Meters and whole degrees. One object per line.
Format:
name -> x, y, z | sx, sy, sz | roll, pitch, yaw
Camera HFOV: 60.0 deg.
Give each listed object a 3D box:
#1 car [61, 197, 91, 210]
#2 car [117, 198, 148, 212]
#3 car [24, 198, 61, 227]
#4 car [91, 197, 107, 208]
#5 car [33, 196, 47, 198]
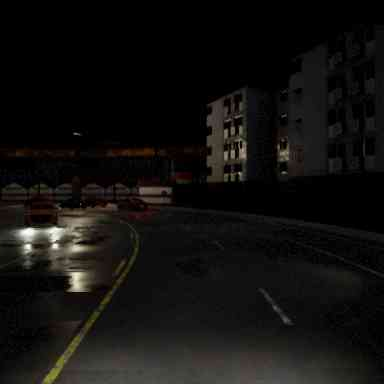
car -> -15.142, 1.484, 42.387 | 1.994, 1.385, 4.181 | 0, 0, -45
car -> -6.945, 1.405, 38.348 | 1.882, 1.535, 5.008 | 0, 0, -36
car -> -10.326, 1.435, 23.046 | 1.882, 1.535, 5.008 | 0, 0, -21
car -> -13.746, 1.391, 45.978 | 5.008, 1.535, 1.882 | 0, 0, 42
car -> -22.189, 1.388, 47.971 | 5.008, 1.535, 1.882 | 0, 0, 31
